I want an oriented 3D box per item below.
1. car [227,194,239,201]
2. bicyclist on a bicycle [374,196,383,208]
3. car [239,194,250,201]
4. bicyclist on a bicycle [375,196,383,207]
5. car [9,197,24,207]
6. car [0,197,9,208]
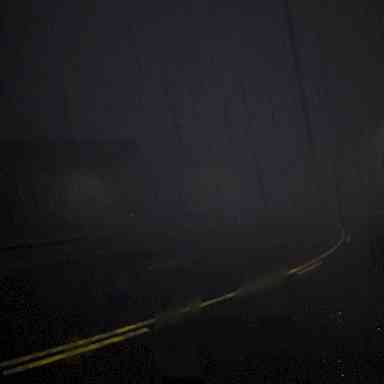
[{"bbox_3d":[11.571,1.850,94.046,2.128,1.511,4.902,0,0,5],"label":"car"},{"bbox_3d":[26.700,1.462,47.353,1.656,1.620,0.582,-8,0,13],"label":"bicyclist on a bicycle"},{"bbox_3d":[15.026,1.665,93.380,2.097,1.767,4.553,0,0,5],"label":"car"},{"bbox_3d":[27.310,1.387,48.101,1.656,1.620,0.582,0,0,-21],"label":"bicyclist on a bicycle"},{"bbox_3d":[-30.725,1.632,55.958,4.611,1.667,2.242,0,0,5],"label":"car"},{"bbox_3d":[-30.431,1.769,50.169,3.806,1.475,1.970,0,0,5],"label":"car"}]
